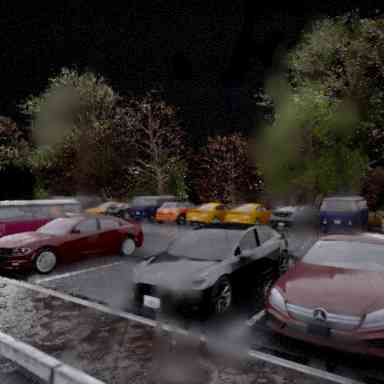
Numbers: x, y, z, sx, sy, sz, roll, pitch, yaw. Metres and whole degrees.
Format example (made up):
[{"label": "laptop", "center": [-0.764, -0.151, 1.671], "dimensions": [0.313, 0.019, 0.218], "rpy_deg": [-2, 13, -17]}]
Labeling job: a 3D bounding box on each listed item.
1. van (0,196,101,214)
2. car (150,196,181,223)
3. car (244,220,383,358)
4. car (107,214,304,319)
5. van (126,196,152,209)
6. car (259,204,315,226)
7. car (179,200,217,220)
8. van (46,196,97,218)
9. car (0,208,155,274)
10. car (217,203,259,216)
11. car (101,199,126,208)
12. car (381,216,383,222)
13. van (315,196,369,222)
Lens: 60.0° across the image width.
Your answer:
[{"label": "van", "center": [-5.998, 1.289, 12.689], "dimensions": [1.878, 1.987, 4.442], "rpy_deg": [0, 0, 36]}, {"label": "car", "center": [-0.575, 1.400, 24.708], "dimensions": [2.185, 1.767, 4.553], "rpy_deg": [0, 0, 36]}, {"label": "car", "center": [2.970, 1.502, 6.137], "dimensions": [2.002, 1.452, 4.674], "rpy_deg": [0, 0, 36]}, {"label": "car", "center": [0.692, 1.505, 7.726], "dimensions": [2.163, 1.488, 4.792], "rpy_deg": [0, 0, 36]}, {"label": "van", "center": [-2.742, 1.313, 26.439], "dimensions": [1.878, 1.987, 4.442], "rpy_deg": [0, 0, 36]}, {"label": "car", "center": [6.202, 1.487, 19.894], "dimensions": [2.231, 1.521, 4.892], "rpy_deg": [0, 0, 36]}, {"label": "car", "center": [1.593, 1.513, 23.190], "dimensions": [2.097, 1.535, 5.008], "rpy_deg": [0, 0, 36]}, {"label": "van", "center": [-11.852, 1.391, 32.953], "dimensions": [1.878, 1.987, 4.442], "rpy_deg": [-1, 0, 36]}, {"label": "car", "center": [-3.804, 1.501, 10.983], "dimensions": [2.097, 1.535, 5.008], "rpy_deg": [0, 0, 36]}, {"label": "car", "center": [3.949, 1.499, 21.506], "dimensions": [2.097, 1.535, 5.008], "rpy_deg": [0, 0, 36]}, {"label": "car", "center": [-5.067, 1.553, 27.950], "dimensions": [2.231, 1.521, 4.892], "rpy_deg": [0, 0, 36]}, {"label": "car", "center": [10.606, 1.457, 16.526], "dimensions": [1.946, 1.575, 5.366], "rpy_deg": [0, 0, 36]}, {"label": "van", "center": [8.526, 1.247, 18.384], "dimensions": [1.878, 1.987, 4.442], "rpy_deg": [0, 0, 36]}]
